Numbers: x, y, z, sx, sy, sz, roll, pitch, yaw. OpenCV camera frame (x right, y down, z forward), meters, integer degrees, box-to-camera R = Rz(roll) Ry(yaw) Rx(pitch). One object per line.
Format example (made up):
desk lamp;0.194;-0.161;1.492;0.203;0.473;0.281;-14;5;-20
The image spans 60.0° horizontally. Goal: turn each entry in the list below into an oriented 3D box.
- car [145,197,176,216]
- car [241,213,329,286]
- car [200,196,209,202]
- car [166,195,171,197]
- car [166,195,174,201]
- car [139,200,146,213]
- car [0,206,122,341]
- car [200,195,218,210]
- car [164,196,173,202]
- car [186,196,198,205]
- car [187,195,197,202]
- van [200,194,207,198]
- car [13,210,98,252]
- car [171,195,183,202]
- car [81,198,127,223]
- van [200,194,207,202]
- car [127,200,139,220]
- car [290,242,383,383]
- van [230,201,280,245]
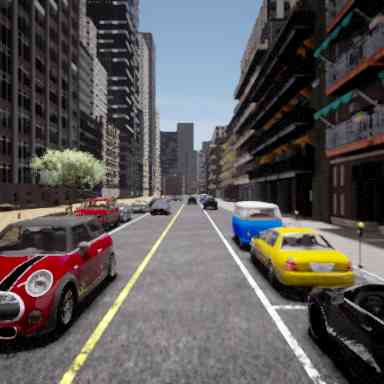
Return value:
car;-3.083;1.556;33.464;2.033;1.411;5.357;0;0;0
car;2.692;1.525;9.206;1.752;1.417;4.829;0;0;0
car;2.721;1.597;75.309;1.887;1.381;4.507;0;0;0
car;-5.665;1.476;64.269;1.967;1.590;4.097;0;0;0
car;-5.655;1.510;86.360;1.967;1.590;4.097;0;0;0
car;-5.677;1.561;36.654;2.008;1.369;4.403;0;0;0
car;-3.043;1.350;6.840;2.097;1.767;4.553;0;0;1
car;2.374;1.520;43.549;1.837;1.490;4.892;0;0;0
car;-5.657;1.612;80.837;2.008;1.369;4.403;0;0;0
car;0.027;1.537;61.231;1.837;1.490;4.892;0;0;0
car;0.035;1.532;74.892;2.128;1.511;4.902;0;0;0
van;2.716;1.377;64.265;1.690;1.788;3.998;0;0;0
car;-5.687;1.566;14.563;1.947;1.339;4.313;0;0;0
car;-2.967;1.534;74.667;1.994;1.385;4.181;0;0;0
car;-5.684;1.316;20.085;2.192;1.841;5.009;0;0;0
van;2.723;1.402;80.832;1.690;1.788;3.998;0;0;0
car;-5.682;1.555;25.609;2.008;1.369;4.403;0;0;0
car;2.690;1.565;3.513;1.947;1.339;4.313;0;0;0
van;2.694;1.341;14.559;1.690;1.788;3.998;0;0;0
